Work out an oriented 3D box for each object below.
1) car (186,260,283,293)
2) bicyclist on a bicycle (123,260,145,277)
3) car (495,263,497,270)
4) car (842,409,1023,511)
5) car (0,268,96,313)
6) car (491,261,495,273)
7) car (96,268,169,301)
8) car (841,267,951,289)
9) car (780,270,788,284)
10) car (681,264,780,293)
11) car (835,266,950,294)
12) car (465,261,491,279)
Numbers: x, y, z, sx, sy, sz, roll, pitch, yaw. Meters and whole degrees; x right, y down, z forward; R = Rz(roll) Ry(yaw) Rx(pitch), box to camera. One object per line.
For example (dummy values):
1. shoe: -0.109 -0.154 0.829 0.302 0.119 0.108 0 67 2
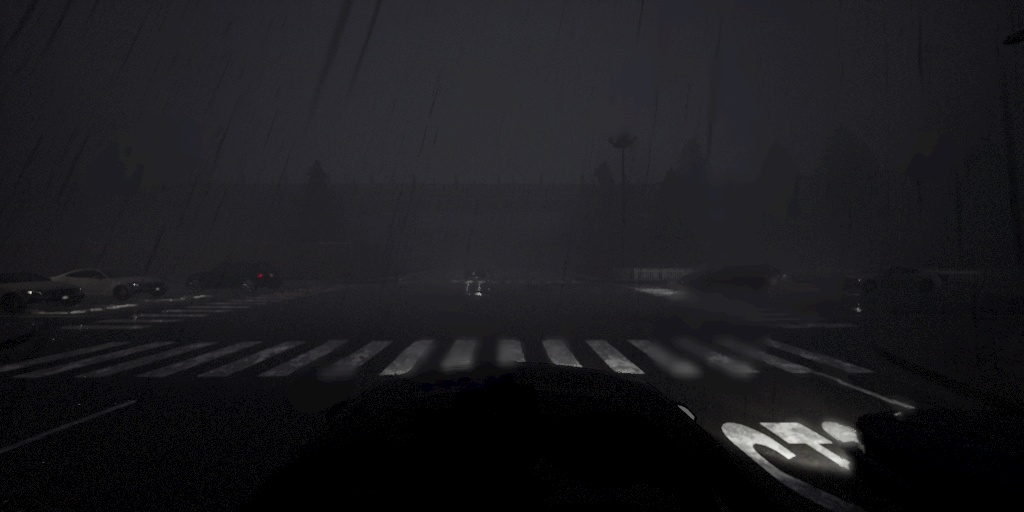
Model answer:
1. car: -15.851 1.122 20.537 4.553 1.767 2.097 0 0 2
2. bicyclist on a bicycle: -29.384 1.104 27.888 0.582 1.620 1.656 0 0 0
3. car: -3.468 1.460 56.546 1.882 1.535 5.008 0 0 1
4. car: 3.586 1.292 0.379 2.033 1.411 5.357 0 0 0
5. car: -19.031 1.269 13.404 4.674 1.442 1.812 0 0 0
6. car: -3.524 1.442 45.770 1.837 1.490 4.892 0 0 0
7. car: -19.042 1.283 16.908 4.674 1.442 1.812 0 0 0
8. car: 24.733 1.389 23.291 4.718 1.301 1.895 0 0 10
9. car: 15.492 1.295 23.886 4.892 1.490 1.837 0 0 2
10. car: 12.207 1.301 20.574 4.674 1.442 1.812 0 0 1
11. car: 21.083 1.300 20.182 4.674 1.442 1.812 0 0 5
12. car: -3.531 1.384 35.365 2.128 1.511 4.902 0 0 0
